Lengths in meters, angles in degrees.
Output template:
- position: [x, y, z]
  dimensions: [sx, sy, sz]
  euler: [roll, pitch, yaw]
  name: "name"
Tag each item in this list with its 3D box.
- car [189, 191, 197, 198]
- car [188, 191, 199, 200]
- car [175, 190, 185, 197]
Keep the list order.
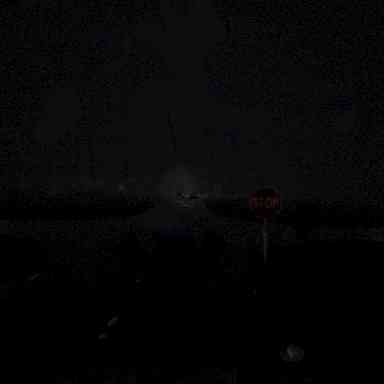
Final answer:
- position: [0.257, 0.470, 74.942]
  dimensions: [1.837, 1.490, 4.892]
  euler: [0, 1, 0]
  name: "car"
- position: [0.222, 0.819, 64.912]
  dimensions: [1.812, 1.442, 4.674]
  euler: [0, 1, 0]
  name: "car"
- position: [-2.511, 0.281, 69.942]
  dimensions: [1.882, 1.535, 5.008]
  euler: [0, 1, 0]
  name: "car"
